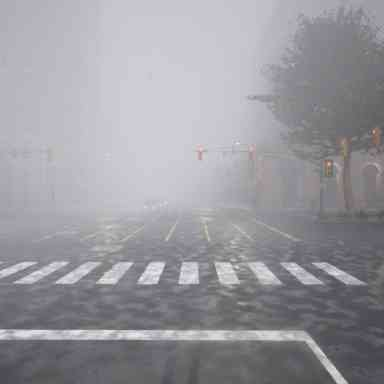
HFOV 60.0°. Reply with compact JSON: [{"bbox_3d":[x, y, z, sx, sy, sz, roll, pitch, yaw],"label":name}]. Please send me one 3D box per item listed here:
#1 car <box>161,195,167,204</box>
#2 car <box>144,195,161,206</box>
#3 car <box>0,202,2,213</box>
[{"bbox_3d":[-6.674,1.352,64.256,2.097,1.767,4.553,0,0,1],"label":"car"},{"bbox_3d":[-6.759,1.478,55.190,1.882,1.535,5.008,0,0,1],"label":"car"},{"bbox_3d":[-20.039,1.221,29.629,5.566,2.045,2.150,0,0,0],"label":"car"}]
